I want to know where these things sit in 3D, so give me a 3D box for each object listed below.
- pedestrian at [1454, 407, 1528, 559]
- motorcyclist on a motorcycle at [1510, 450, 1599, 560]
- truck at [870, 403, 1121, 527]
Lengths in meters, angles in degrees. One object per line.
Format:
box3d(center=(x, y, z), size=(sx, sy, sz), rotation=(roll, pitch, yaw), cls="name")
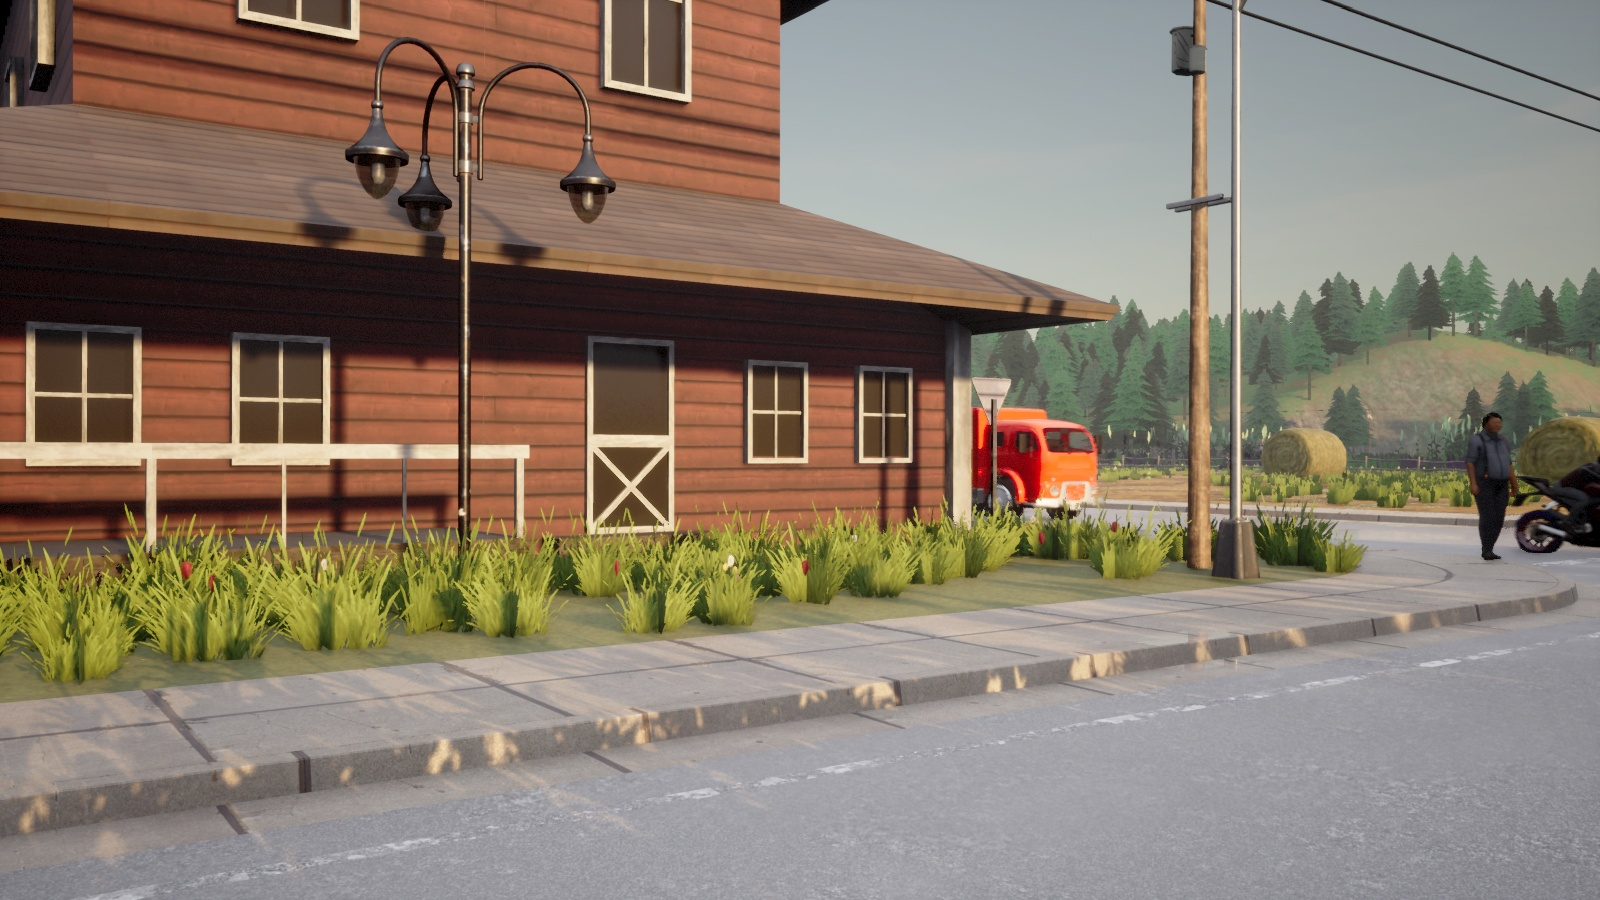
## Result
box3d(center=(8.546, 0.400, 15.548), size=(0.540, 1.848, 0.694), rotation=(0, 0, 1), cls="pedestrian")
box3d(center=(11.496, 0.774, 17.945), size=(0.866, 1.530, 2.191), rotation=(0, 0, -39), cls="motorcyclist on a motorcycle")
box3d(center=(4.217, 0.286, 27.936), size=(2.627, 2.467, 5.204), rotation=(0, 0, -36), cls="truck")
